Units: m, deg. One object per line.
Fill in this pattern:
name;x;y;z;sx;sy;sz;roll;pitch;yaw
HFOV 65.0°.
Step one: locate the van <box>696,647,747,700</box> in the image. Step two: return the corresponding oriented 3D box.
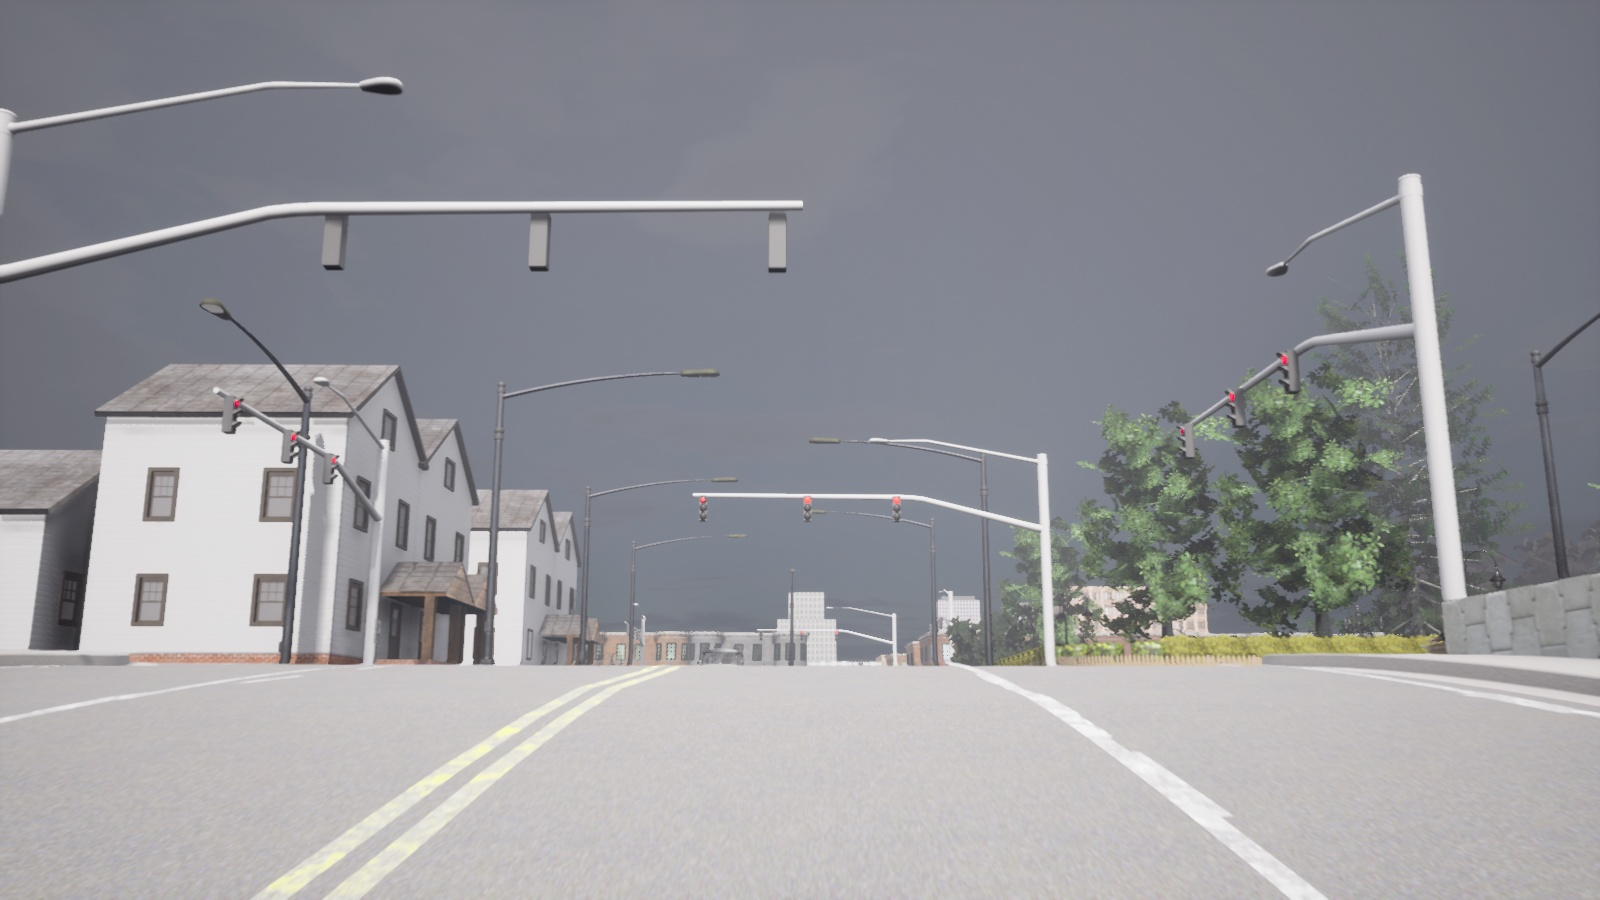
van;-3.199;9.248;51.685;1.775;1.987;4.442;0;-12;0
